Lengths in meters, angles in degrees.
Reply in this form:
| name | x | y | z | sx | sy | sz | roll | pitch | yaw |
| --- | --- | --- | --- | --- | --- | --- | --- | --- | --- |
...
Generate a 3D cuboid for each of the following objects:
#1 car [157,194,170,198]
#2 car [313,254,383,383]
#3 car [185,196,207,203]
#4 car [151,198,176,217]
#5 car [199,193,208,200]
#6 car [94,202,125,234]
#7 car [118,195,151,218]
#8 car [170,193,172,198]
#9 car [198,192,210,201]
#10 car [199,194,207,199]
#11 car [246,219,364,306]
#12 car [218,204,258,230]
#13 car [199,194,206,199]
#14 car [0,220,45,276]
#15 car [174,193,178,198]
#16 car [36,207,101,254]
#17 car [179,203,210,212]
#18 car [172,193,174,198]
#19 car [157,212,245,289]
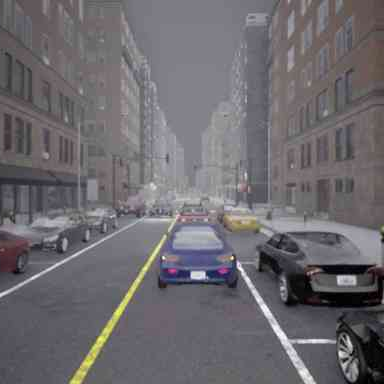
| name | x | y | z | sx | sy | sz | roll | pitch | yaw |
| --- | --- | --- | --- | --- | --- | --- | --- | --- | --- |
| car | -5.227 | 1.372 | 55.925 | 2.008 | 1.369 | 4.403 | 0 | 0 | 0 |
| car | 2.643 | 1.559 | 2.366 | 1.947 | 1.339 | 4.313 | 0 | 0 | 0 |
| car | 0.088 | 1.385 | 30.039 | 1.882 | 1.535 | 5.008 | 0 | 0 | 0 |
| car | -2.665 | 1.472 | 29.854 | 1.994 | 1.385 | 4.181 | 0 | 0 | 0 |
| car | 2.878 | 1.163 | 83.165 | 1.967 | 1.590 | 4.097 | 0 | 0 | 0 |
| car | -5.335 | 1.495 | 18.637 | 2.008 | 1.369 | 4.403 | 0 | 0 | 0 |
| car | -5.303 | 1.224 | 29.461 | 2.192 | 1.841 | 5.009 | 0 | 0 | 0 |
| car | -5.211 | 1.347 | 61.379 | 1.887 | 1.381 | 4.507 | 0 | 0 | 0 |
| car | 2.846 | 1.204 | 72.256 | 1.967 | 1.590 | 4.097 | 0 | 0 | 0 |
| car | 2.893 | 1.247 | 88.619 | 1.887 | 1.381 | 4.507 | 0 | 0 | 0 |
| car | 2.659 | 1.544 | 7.778 | 1.947 | 1.339 | 4.313 | 0 | 0 | 0 |
| car | 2.691 | 1.469 | 18.774 | 1.752 | 1.417 | 4.829 | 0 | 0 | 0 |
| car | 2.909 | 1.233 | 94.074 | 2.008 | 1.369 | 4.403 | 0 | 0 | 0 |
| car | -5.367 | 1.560 | 7.811 | 1.802 | 1.307 | 4.206 | 0 | 0 | 0 |
| car | -5.147 | 1.288 | 83.195 | 1.947 | 1.339 | 4.313 | 0 | 0 | 0 |
| car | -5.351 | 1.512 | 13.224 | 2.008 | 1.369 | 4.403 | 0 | 0 | 0 |
| car | 0.150 | 1.541 | 19.864 | 1.895 | 1.301 | 4.718 | 0 | 0 | 0 |
| car | -5.195 | 1.309 | 66.663 | 1.752 | 1.417 | 4.829 | 0 | 0 | 0 |
| car | 0.127 | 1.500 | 8.996 | 1.812 | 1.442 | 4.674 | 0 | 0 | 0 |
